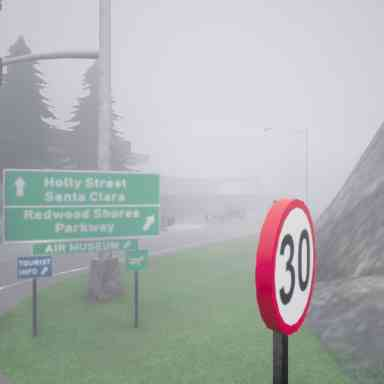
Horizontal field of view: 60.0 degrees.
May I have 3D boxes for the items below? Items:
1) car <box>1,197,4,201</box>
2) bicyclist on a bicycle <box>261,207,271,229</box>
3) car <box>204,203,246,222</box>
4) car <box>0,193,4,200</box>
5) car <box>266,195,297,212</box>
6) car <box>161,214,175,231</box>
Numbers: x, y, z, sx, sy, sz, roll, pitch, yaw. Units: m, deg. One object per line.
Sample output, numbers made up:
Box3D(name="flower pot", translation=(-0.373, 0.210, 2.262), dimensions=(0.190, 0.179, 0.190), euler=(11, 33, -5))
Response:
Box3D(name="car", translation=(-12.297, 1.505, 26.109), dimensions=(1.905, 1.878, 3.866), euler=(0, 0, 35))
Box3D(name="bicyclist on a bicycle", translation=(4.641, 1.643, 18.728), dimensions=(1.656, 1.620, 0.582), euler=(0, 0, 36))
Box3D(name="car", translation=(2.871, 1.683, 28.321), dimensions=(2.128, 1.511, 4.902), euler=(0, 0, 36))
Box3D(name="car", translation=(-38.345, 1.489, 70.143), dimensions=(4.514, 1.523, 2.007), euler=(0, 0, 35))
Box3D(name="car", translation=(10.708, 1.414, 38.984), dimensions=(2.150, 2.045, 5.566), euler=(0, 0, 37))
Box3D(name="car", translation=(-3.176, 1.792, 20.067), dimensions=(1.895, 1.301, 4.718), euler=(0, 0, 36))
